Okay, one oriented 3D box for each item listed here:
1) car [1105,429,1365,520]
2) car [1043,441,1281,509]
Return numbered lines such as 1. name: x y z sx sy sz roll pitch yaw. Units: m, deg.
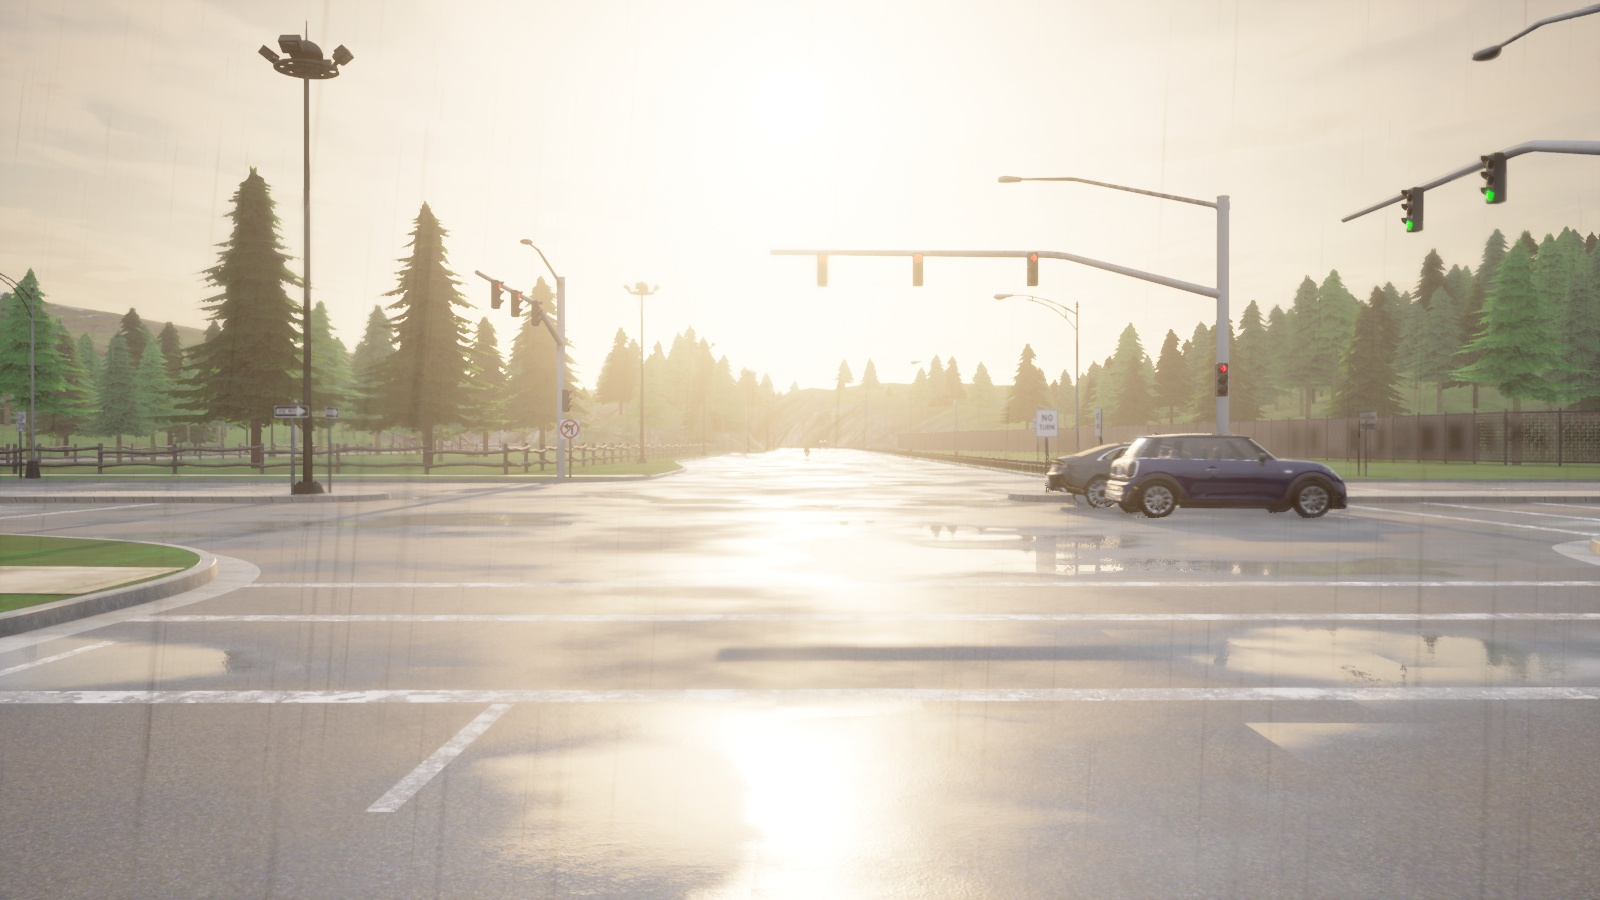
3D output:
1. car: 8.719 0.468 25.483 4.553 1.767 2.097 0 0 1
2. car: 8.250 0.545 28.991 4.902 1.511 2.128 0 0 1
